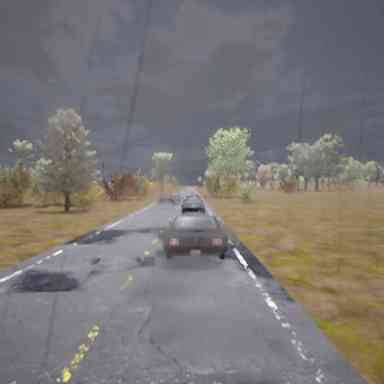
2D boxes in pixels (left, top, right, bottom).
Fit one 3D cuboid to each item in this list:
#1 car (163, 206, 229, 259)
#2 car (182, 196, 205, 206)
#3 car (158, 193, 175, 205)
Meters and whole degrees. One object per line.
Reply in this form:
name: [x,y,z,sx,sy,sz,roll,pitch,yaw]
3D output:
car: [0.108,1.381,11.564,1.895,1.301,4.718,0,1,0]
car: [0.121,1.013,28.770,1.994,1.385,4.181,0,1,0]
car: [-3.061,0.815,40.843,1.895,1.301,4.718,0,1,0]
